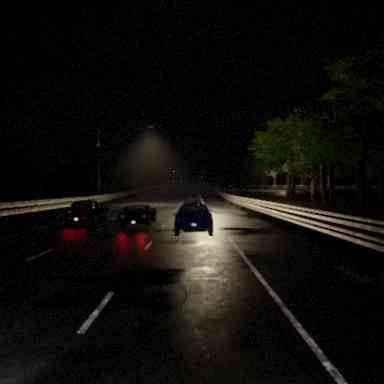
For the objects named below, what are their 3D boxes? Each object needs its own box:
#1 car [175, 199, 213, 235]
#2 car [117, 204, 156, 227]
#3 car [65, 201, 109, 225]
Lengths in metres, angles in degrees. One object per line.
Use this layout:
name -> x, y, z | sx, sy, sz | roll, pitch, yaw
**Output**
car -> 0.092, 1.352, 17.921 | 1.882, 1.535, 5.008 | 0, 0, 0
car -> -3.408, 1.445, 21.572 | 1.895, 1.301, 4.718 | 0, 0, 0
car -> -6.909, 1.344, 22.255 | 1.837, 1.490, 4.892 | 0, 0, 0
